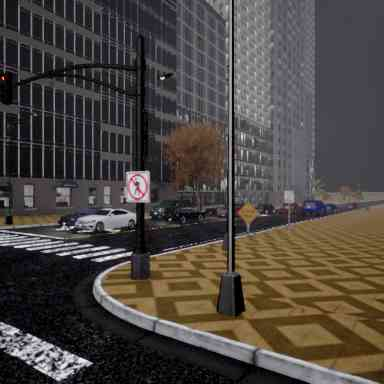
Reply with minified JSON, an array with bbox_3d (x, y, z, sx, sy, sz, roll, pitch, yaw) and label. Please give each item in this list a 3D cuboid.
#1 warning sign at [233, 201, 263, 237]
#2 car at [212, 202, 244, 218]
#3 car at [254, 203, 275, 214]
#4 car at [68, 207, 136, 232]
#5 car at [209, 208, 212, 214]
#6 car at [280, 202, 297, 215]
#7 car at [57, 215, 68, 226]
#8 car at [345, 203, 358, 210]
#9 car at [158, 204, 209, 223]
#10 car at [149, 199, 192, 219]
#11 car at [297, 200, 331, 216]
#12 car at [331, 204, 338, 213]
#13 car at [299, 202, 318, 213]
[{"bbox_3d":[3.145,1.454,18.548,1.300,1.860,1.060,1,1,33],"label":"warning sign"},{"bbox_3d":[4.654,1.992,38.315,2.097,1.767,4.553,0,-1,33],"label":"car"},{"bbox_3d":[10.159,2.324,46.779,1.837,1.490,4.892,0,-1,33],"label":"car"},{"bbox_3d":[-5.619,1.827,22.462,1.812,1.442,4.674,0,-1,33],"label":"car"},{"bbox_3d":[3.488,2.289,42.494,1.895,1.301,4.718,0,-1,33],"label":"car"},{"bbox_3d":[13.878,2.206,46.341,2.097,1.767,4.553,0,-1,33],"label":"car"},{"bbox_3d":[-7.495,1.873,25.514,2.033,1.411,5.357,0,-1,33],"label":"car"},{"bbox_3d":[31.545,2.838,65.693,1.812,1.442,4.674,0,-1,33],"label":"car"},{"bbox_3d":[-0.664,2.066,30.099,1.895,1.301,4.718,0,-1,33],"label":"car"},{"bbox_3d":[-1.964,1.730,34.071,2.150,2.045,5.566,0,-1,33],"label":"car"},{"bbox_3d":[16.198,2.066,43.973,2.150,2.045,5.566,0,-1,35],"label":"car"},{"bbox_3d":[21.953,2.558,52.942,1.812,1.442,4.674,0,-1,33],"label":"car"},{"bbox_3d":[19.223,2.507,54.706,1.882,1.535,5.008,0,-1,33],"label":"car"}]
